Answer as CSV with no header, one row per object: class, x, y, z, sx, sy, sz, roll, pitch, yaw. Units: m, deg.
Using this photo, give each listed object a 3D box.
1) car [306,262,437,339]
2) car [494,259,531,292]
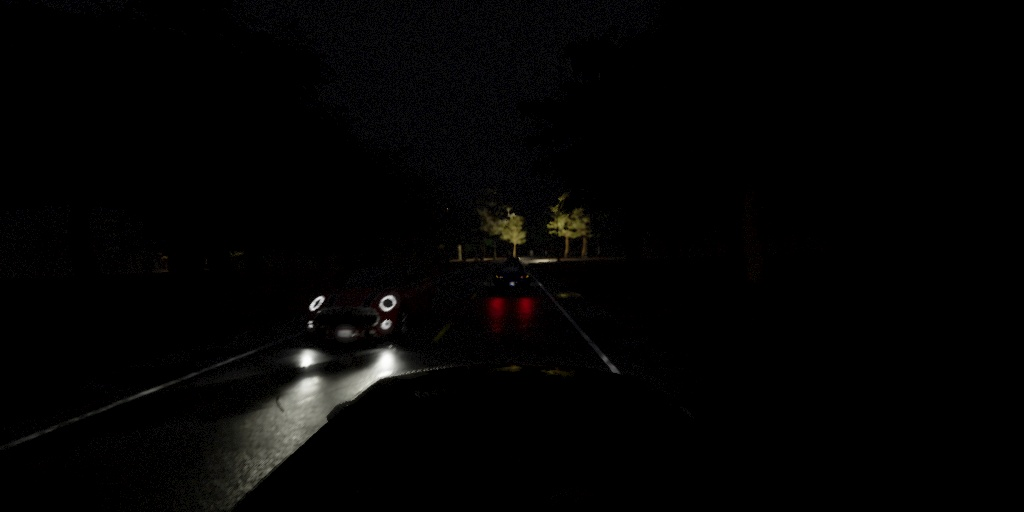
car,-3.513,1.010,9.795,2.097,1.767,4.553,0,1,0
car,0.030,1.087,19.243,1.812,1.442,4.674,0,1,1
